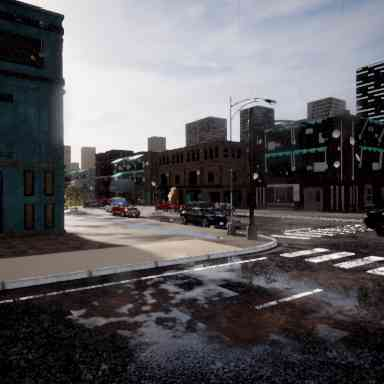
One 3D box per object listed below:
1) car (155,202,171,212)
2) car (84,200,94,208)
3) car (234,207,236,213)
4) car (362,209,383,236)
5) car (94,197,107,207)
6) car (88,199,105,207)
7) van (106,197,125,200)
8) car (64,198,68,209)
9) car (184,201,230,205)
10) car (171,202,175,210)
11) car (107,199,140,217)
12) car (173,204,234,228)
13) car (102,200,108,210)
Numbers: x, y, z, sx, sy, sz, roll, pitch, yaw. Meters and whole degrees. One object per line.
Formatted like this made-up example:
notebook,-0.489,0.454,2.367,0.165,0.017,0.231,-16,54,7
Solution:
car,-3.528,1.965,45.341,1.802,1.307,4.206,-2,0,-35
car,-19.270,2.229,63.093,1.994,1.385,4.181,-1,0,-35
car,2.870,1.809,36.308,2.008,1.369,4.403,-2,0,-35
car,11.378,1.489,16.855,4.902,1.511,2.128,0,0,36
car,-16.334,1.939,63.407,2.192,1.841,5.009,-1,0,-35
car,-19.528,2.227,67.923,1.887,1.381,4.507,-1,0,-35
van,-13.133,1.906,58.890,1.690,1.788,3.998,-1,0,-35
car,-23.067,2.232,58.422,1.752,1.417,4.829,-1,0,-35
car,1.043,1.612,28.882,2.097,1.767,4.553,-1,0,-35
car,-0.329,1.903,40.825,1.802,1.307,4.206,-2,0,-35
car,-7.169,1.846,35.978,1.967,1.590,4.097,-1,0,-35
car,0.757,1.814,24.585,1.947,1.339,4.313,-1,0,-35
car,-9.835,2.073,44.266,1.895,1.301,4.718,-1,0,-35
